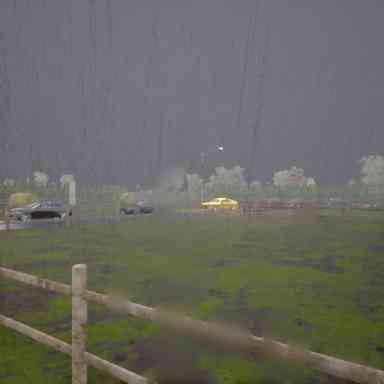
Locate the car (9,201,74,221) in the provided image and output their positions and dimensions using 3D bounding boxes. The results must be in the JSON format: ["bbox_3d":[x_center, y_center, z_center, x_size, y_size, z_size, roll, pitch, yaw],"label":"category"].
[{"bbox_3d":[-11.672,1.487,25.904,2.128,1.511,4.902,1,0,44],"label":"car"}]

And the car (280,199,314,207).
[{"bbox_3d":[14.478,1.649,45.084,4.718,1.301,1.895,0,0,-37],"label":"car"}]

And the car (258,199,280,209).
[{"bbox_3d":[11.295,1.629,46.225,4.718,1.301,1.895,0,0,-38],"label":"car"}]

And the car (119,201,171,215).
[{"bbox_3d":[-4.527,1.554,32.802,5.357,1.411,2.033,0,0,-43],"label":"car"}]

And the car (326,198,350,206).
[{"bbox_3d":[22.394,1.586,51.108,4.674,1.442,1.812,0,0,-36],"label":"car"}]

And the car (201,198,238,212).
[{"bbox_3d":[3.306,1.496,39.704,5.008,1.535,1.882,0,0,-40],"label":"car"}]
